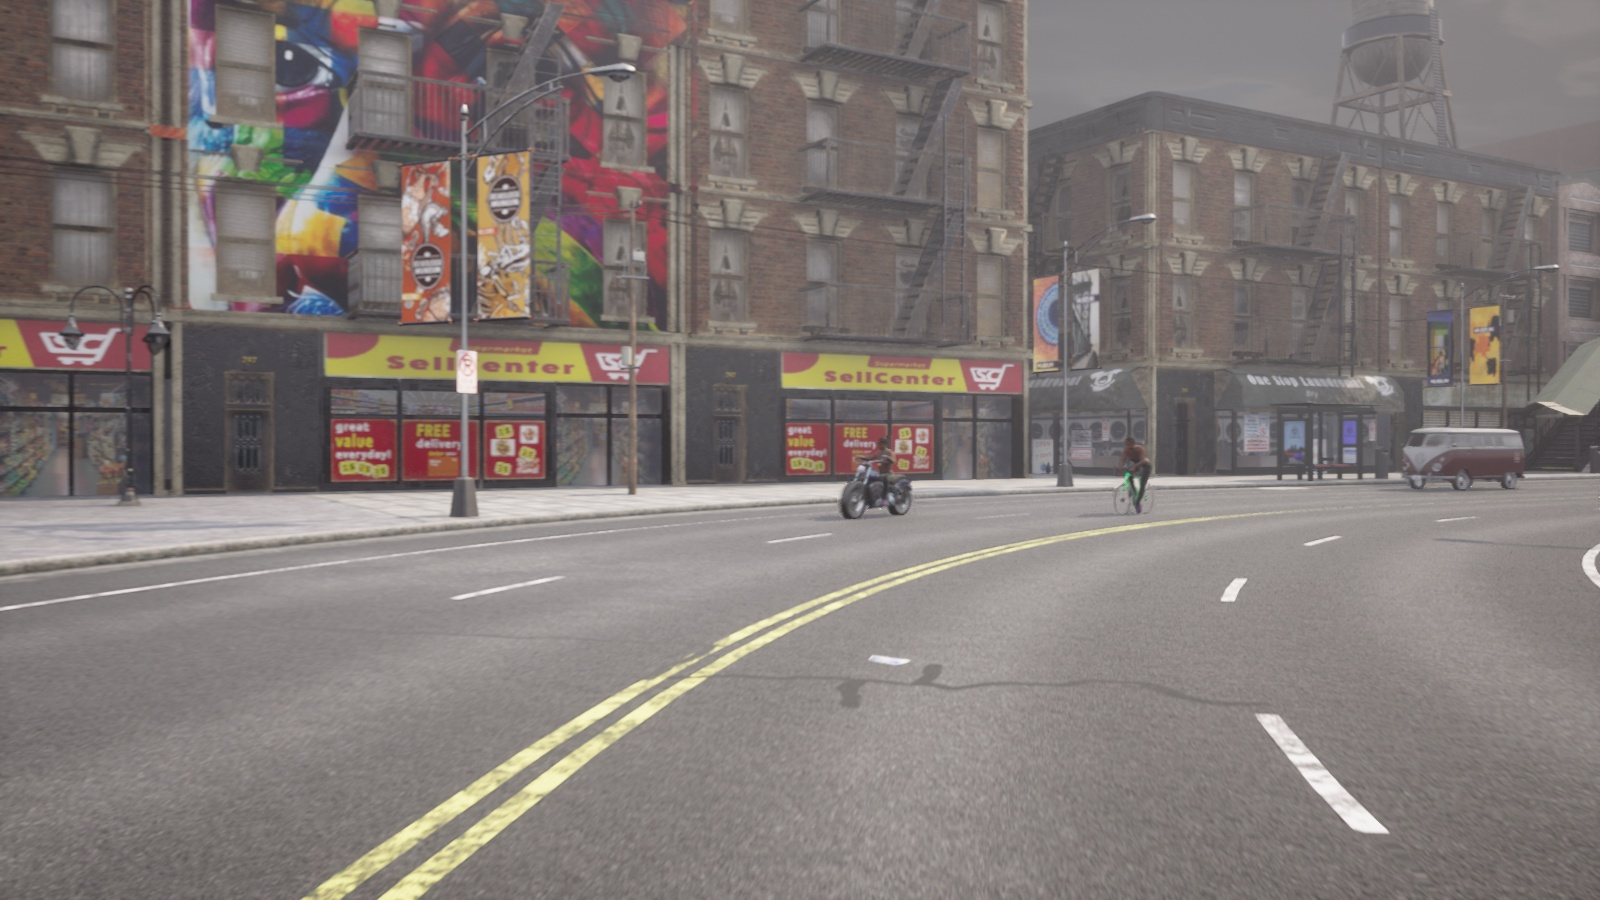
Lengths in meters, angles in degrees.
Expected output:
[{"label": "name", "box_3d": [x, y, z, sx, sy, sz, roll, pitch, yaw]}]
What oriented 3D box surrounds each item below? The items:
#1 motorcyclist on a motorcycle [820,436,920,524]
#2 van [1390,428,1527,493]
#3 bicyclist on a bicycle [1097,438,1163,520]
[{"label": "motorcyclist on a motorcycle", "box_3d": [1.422, 0.559, 24.918, 0.766, 1.649, 2.350, 1, 1, 38]}, {"label": "van", "box_3d": [21.092, 0.310, 40.180, 4.442, 1.987, 1.775, 0, 0, -30]}, {"label": "bicyclist on a bicycle", "box_3d": [6.799, 0.566, 25.835, 0.582, 1.620, 1.656, 1, 1, 43]}]
